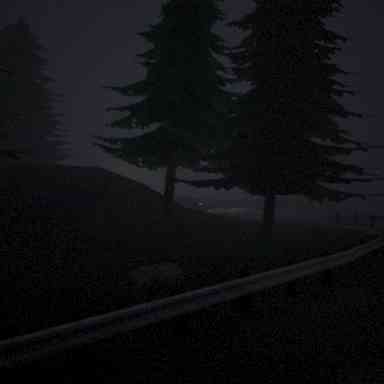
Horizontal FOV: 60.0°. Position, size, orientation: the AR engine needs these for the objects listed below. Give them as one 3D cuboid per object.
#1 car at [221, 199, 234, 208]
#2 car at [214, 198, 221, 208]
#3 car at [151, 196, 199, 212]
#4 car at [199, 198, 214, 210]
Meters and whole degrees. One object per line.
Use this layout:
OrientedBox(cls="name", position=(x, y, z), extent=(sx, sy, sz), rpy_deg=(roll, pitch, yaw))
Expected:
OrientedBox(cls="car", position=(3.286, 1.536, 47.584), extent=(5.357, 1.411, 2.033), rpy_deg=(0, 0, 37))
OrientedBox(cls="car", position=(1.098, 1.590, 44.853), extent=(4.718, 1.301, 1.895), rpy_deg=(0, 0, 37))
OrientedBox(cls="car", position=(-2.048, 1.499, 38.453), extent=(4.892, 1.490, 1.837), rpy_deg=(0, 0, 37))
OrientedBox(cls="car", position=(-0.024, 1.345, 41.311), extent=(4.553, 1.767, 2.097), rpy_deg=(0, 0, 37))
